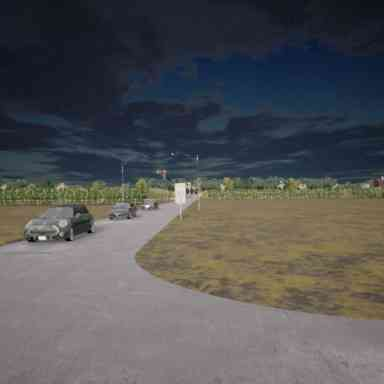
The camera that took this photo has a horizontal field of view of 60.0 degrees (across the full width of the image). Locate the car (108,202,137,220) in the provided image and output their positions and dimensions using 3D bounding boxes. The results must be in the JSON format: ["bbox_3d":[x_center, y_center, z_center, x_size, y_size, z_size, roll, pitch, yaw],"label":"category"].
[{"bbox_3d":[-6.252,1.704,30.409,1.837,1.490,4.892,-2,0,2],"label":"car"}]

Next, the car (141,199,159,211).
[{"bbox_3d":[-5.748,1.775,45.562,2.128,1.511,4.902,-2,-1,2],"label":"car"}]

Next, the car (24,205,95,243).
[{"bbox_3d":[-6.666,1.499,17.180,2.097,1.767,4.553,-2,0,2],"label":"car"}]
